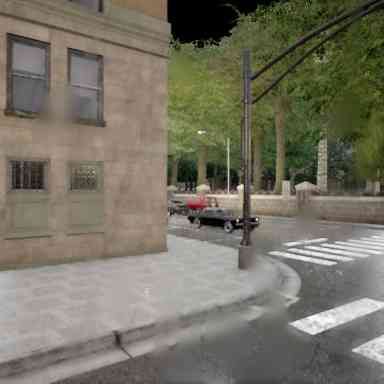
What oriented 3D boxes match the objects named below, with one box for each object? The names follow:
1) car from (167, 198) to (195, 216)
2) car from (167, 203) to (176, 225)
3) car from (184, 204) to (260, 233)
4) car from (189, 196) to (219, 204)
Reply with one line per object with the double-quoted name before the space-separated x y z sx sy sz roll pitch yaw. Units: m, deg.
"car" -2.144 1.498 31.152 1.837 1.490 4.892 0 0 -35
"car" -3.224 1.560 22.241 1.947 1.339 4.313 0 0 -35
"car" 1.791 1.605 19.833 1.895 1.301 4.718 0 0 -35
"car" 0.550 1.314 31.777 2.192 1.841 5.009 0 0 -35
